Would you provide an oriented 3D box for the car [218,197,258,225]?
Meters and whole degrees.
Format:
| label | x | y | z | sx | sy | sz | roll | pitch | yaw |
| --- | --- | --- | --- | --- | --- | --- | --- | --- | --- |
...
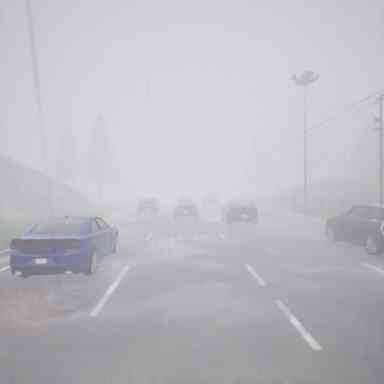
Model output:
| label | x | y | z | sx | sy | sz | roll | pitch | yaw |
| --- | --- | --- | --- | --- | --- | --- | --- | --- | --- |
| car | 3.129 | 1.289 | 22.545 | 1.882 | 1.535 | 5.008 | 0 | 0 | -2 |

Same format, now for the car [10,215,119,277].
| label | x | y | z | sx | sy | sz | roll | pitch | yaw |
| --- | --- | --- | --- | --- | --- | --- | --- | --- | --- |
| car | -3.537 | 1.419 | 10.139 | 1.882 | 1.535 | 5.008 | 0 | 0 | -2 |

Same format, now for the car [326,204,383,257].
| label | x | y | z | sx | sy | sz | roll | pitch | yaw |
| --- | --- | --- | --- | --- | --- | --- | --- | --- | --- |
| car | 6.881 | 1.218 | 12.576 | 2.097 | 1.767 | 4.553 | 0 | 0 | -1 |

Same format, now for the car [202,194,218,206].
| label | x | y | z | sx | sy | sz | roll | pitch | yaw |
| --- | --- | --- | --- | --- | --- | --- | --- | --- | --- |
| car | 2.513 | 0.994 | 45.314 | 2.097 | 1.767 | 4.553 | 0 | 0 | -2 |

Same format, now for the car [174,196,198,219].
| label | x | y | z | sx | sy | sz | roll | pitch | yaw |
| --- | --- | --- | --- | --- | --- | --- | --- | --- | --- |
| car | -0.491 | 1.323 | 26.963 | 1.812 | 1.442 | 4.674 | 0 | 0 | -2 |

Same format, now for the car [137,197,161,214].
| label | x | y | z | sx | sy | sz | roll | pitch | yaw |
| --- | --- | --- | --- | --- | --- | --- | --- | --- | --- |
| car | -4.137 | 1.282 | 32.249 | 1.837 | 1.490 | 4.892 | 0 | 0 | -2 |

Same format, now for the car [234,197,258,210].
| label | x | y | z | sx | sy | sz | roll | pitch | yaw |
| --- | --- | --- | --- | --- | --- | --- | --- | --- | --- |
| car | 6.193 | 1.273 | 38.717 | 1.895 | 1.301 | 4.718 | 0 | 0 | -2 |

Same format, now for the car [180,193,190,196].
| label | x | y | z | sx | sy | sz | roll | pitch | yaw |
| --- | --- | --- | --- | --- | --- | --- | --- | --- | --- |
| car | -1.064 | 0.992 | 48.117 | 2.097 | 1.767 | 4.553 | 0 | 0 | -2 |
